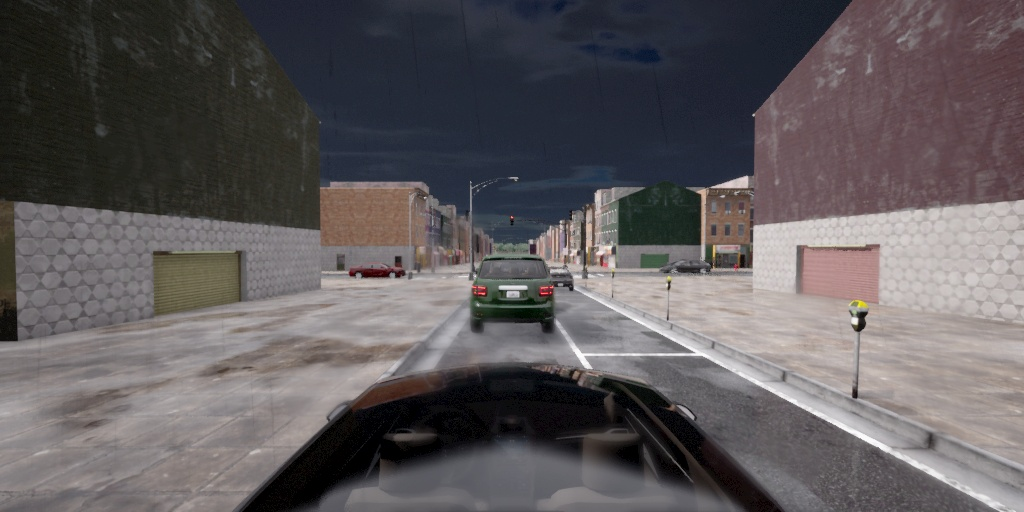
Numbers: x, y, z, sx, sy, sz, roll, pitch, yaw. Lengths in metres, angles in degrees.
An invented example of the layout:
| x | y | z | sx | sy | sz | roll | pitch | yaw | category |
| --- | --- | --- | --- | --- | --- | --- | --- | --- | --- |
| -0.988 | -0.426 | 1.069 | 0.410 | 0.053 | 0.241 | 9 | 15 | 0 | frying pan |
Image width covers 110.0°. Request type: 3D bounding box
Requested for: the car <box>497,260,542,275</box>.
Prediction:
| x | y | z | sx | sy | sz | roll | pitch | yaw | category |
| --- | --- | --- | --- | --- | --- | --- | --- | --- | --- |
| 0.778 | 1.236 | 40.018 | 2.128 | 1.511 | 4.902 | -1 | 1 | -44 | car |

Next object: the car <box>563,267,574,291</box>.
| x | y | z | sx | sy | sz | roll | pitch | yaw | category |
| --- | --- | --- | --- | --- | --- | --- | --- | --- | --- |
| 2.593 | 1.296 | 21.274 | 2.007 | 1.370 | 4.403 | 0 | 0 | 0 | car |

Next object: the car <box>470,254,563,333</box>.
| x | y | z | sx | sy | sz | roll | pitch | yaw | category |
| --- | --- | --- | --- | --- | --- | --- | --- | --- | --- |
| 0.029 | 0.968 | 10.859 | 2.150 | 2.045 | 5.566 | 0 | 0 | 0 | car |

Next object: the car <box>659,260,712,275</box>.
| x | y | z | sx | sy | sz | roll | pitch | yaw | category |
| --- | --- | --- | --- | --- | --- | --- | --- | --- | --- |
| 17.455 | 1.116 | 36.199 | 4.892 | 1.490 | 1.837 | 0 | 1 | 0 | car |

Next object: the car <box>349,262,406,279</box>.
| x | y | z | sx | sy | sz | roll | pitch | yaw | category |
| --- | --- | --- | --- | --- | --- | --- | --- | --- | --- |
| -12.398 | 1.336 | 33.202 | 5.008 | 1.535 | 1.882 | 0 | 1 | -1 | car |
